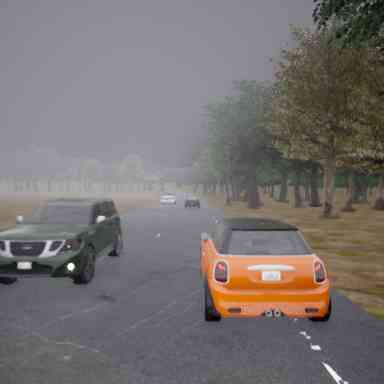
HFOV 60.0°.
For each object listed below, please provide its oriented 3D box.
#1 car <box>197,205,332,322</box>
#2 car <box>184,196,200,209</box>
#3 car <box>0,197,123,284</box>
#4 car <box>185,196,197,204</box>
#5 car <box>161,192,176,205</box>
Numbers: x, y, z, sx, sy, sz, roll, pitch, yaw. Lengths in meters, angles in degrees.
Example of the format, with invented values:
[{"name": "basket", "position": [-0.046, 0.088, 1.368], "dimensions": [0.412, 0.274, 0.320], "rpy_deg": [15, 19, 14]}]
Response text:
[{"name": "car", "position": [1.258, 1.337, 7.380], "dimensions": [2.097, 1.767, 4.553], "rpy_deg": [0, 0, 0]}, {"name": "car", "position": [0.017, 1.311, 43.469], "dimensions": [1.882, 1.535, 5.008], "rpy_deg": [0, 0, 0]}, {"name": "car", "position": [-3.564, 1.203, 9.851], "dimensions": [2.150, 2.045, 5.566], "rpy_deg": [0, 0, 0]}, {"name": "car", "position": [-0.151, 1.332, 57.534], "dimensions": [1.895, 1.301, 4.718], "rpy_deg": [0, 0, 0]}, {"name": "car", "position": [-3.753, 0.991, 53.241], "dimensions": [2.150, 2.045, 5.566], "rpy_deg": [0, 0, 0]}]
